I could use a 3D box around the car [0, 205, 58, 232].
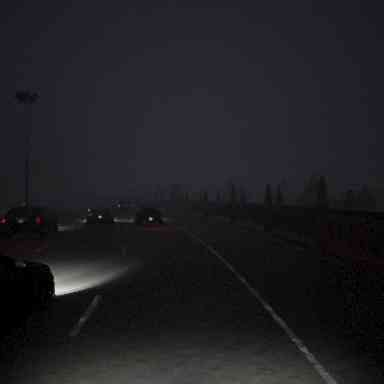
[{"bbox_3d":[-9.059,1.526,18.891,2.097,1.767,4.553,0,0,-11],"label":"car"}]

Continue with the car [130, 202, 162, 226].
[{"bbox_3d":[-3.492,1.709,25.844,1.837,1.490,4.892,0,-2,-14],"label":"car"}]

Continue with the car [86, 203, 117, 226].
[{"bbox_3d":[-7.088,1.783,25.773,1.994,1.385,4.181,0,0,-15],"label":"car"}]

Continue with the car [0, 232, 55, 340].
[{"bbox_3d":[-3.752,1.617,5.212,1.994,1.385,4.181,0,0,-3],"label":"car"}]

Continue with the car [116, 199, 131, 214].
[{"bbox_3d":[-8.462,1.688,40.568,2.097,1.767,4.553,0,0,-22],"label":"car"}]
